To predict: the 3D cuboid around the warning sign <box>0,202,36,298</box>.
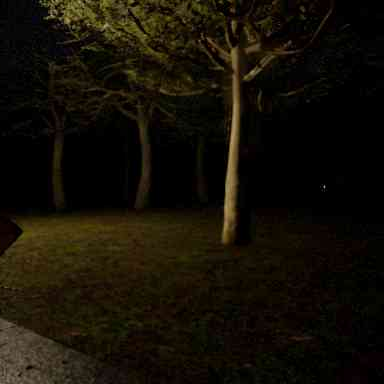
[{"bbox_3d":[-4.171,1.158,6.911,1.060,1.860,1.300,0,0,35],"label":"warning sign"}]
